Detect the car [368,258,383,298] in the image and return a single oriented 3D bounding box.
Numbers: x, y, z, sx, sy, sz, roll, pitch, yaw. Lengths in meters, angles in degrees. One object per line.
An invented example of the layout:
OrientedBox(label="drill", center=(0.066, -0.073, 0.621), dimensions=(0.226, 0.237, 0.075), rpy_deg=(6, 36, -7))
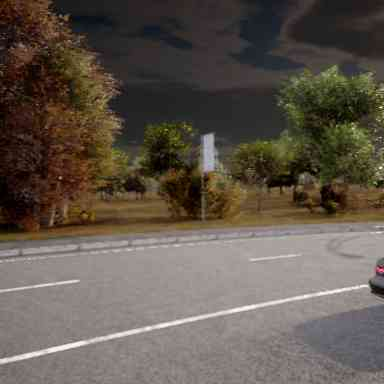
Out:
OrientedBox(label="car", center=(6.017, 1.512, 6.478), dimensions=(5.357, 1.411, 2.033), rpy_deg=(0, 1, -22))
